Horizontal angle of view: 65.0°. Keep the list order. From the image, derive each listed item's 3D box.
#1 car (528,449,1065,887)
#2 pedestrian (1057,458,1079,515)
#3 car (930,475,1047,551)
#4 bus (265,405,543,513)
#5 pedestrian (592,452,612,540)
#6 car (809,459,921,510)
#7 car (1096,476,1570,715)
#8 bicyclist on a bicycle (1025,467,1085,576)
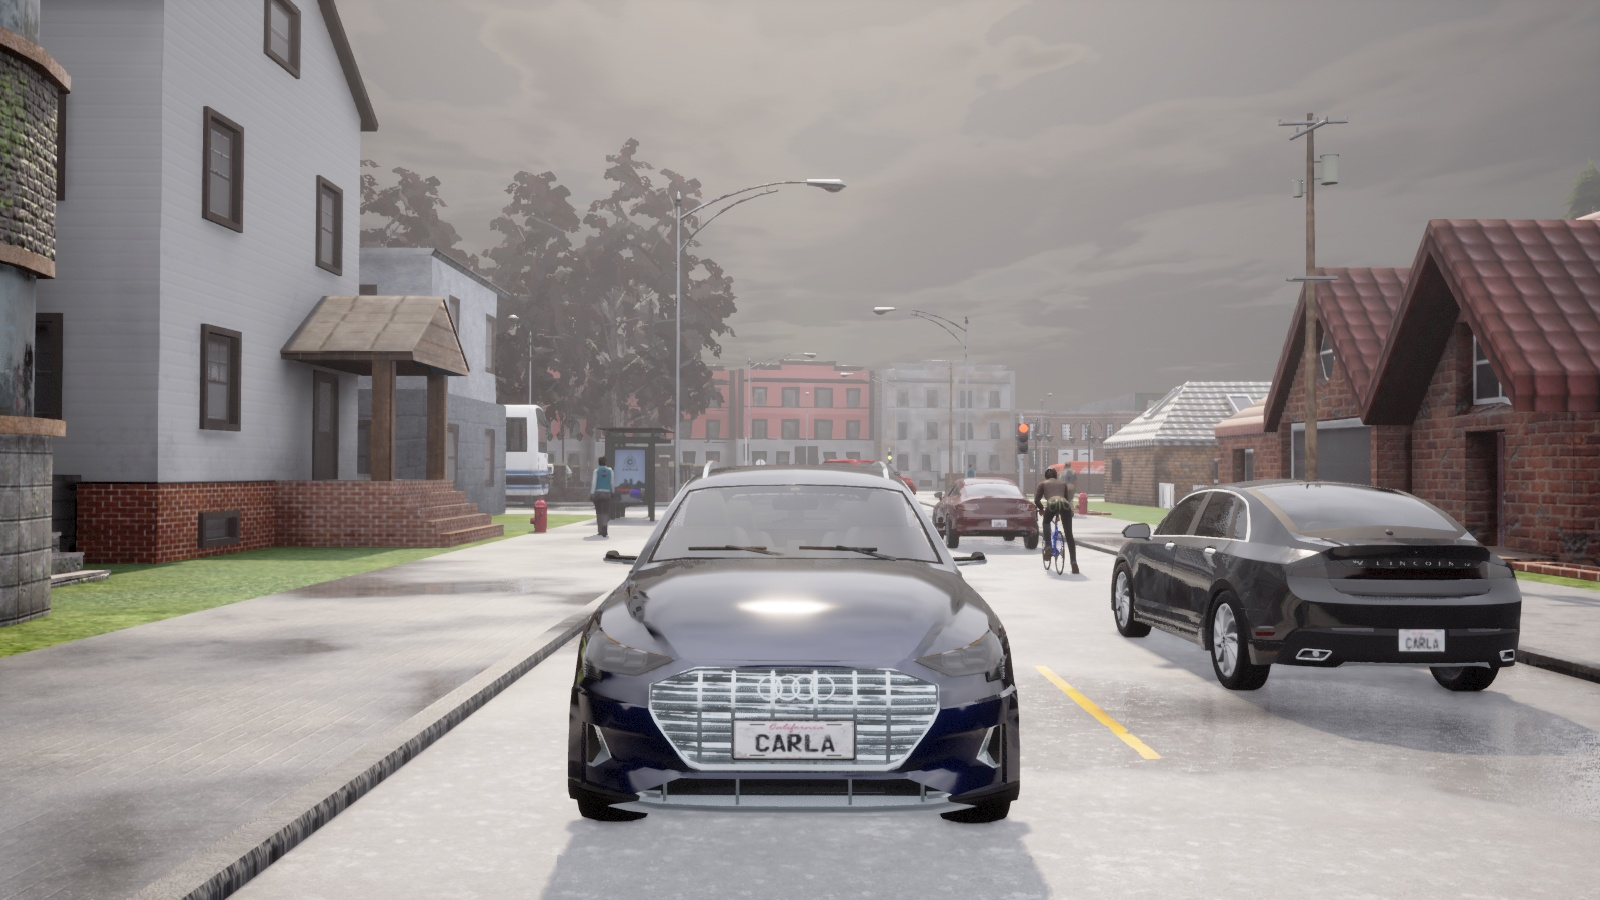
[{"bbox_3d":[-0.020,0.865,7.198,2.033,1.649,4.856,0,-1,0],"label":"car"},{"bbox_3d":[8.796,1.179,41.162,0.540,1.848,0.694,0,-1,-2],"label":"pedestrian"},{"bbox_3d":[3.920,1.274,26.825,1.812,1.442,4.674,0,-1,1],"label":"car"},{"bbox_3d":[-16.065,0.369,51.740,10.273,4.253,3.944,0,-1,-4],"label":"bus"},{"bbox_3d":[-4.381,1.007,27.776,0.396,1.930,0.692,0,-1,-12],"label":"pedestrian"},{"bbox_3d":[2.841,1.412,53.143,2.150,2.045,5.566,0,-1,34],"label":"car"},{"bbox_3d":[3.973,0.979,10.446,1.837,1.490,4.892,0,-1,0],"label":"car"},{"bbox_3d":[3.948,1.079,19.545,0.582,1.620,1.656,0,-1,0],"label":"bicyclist on a bicycle"}]
